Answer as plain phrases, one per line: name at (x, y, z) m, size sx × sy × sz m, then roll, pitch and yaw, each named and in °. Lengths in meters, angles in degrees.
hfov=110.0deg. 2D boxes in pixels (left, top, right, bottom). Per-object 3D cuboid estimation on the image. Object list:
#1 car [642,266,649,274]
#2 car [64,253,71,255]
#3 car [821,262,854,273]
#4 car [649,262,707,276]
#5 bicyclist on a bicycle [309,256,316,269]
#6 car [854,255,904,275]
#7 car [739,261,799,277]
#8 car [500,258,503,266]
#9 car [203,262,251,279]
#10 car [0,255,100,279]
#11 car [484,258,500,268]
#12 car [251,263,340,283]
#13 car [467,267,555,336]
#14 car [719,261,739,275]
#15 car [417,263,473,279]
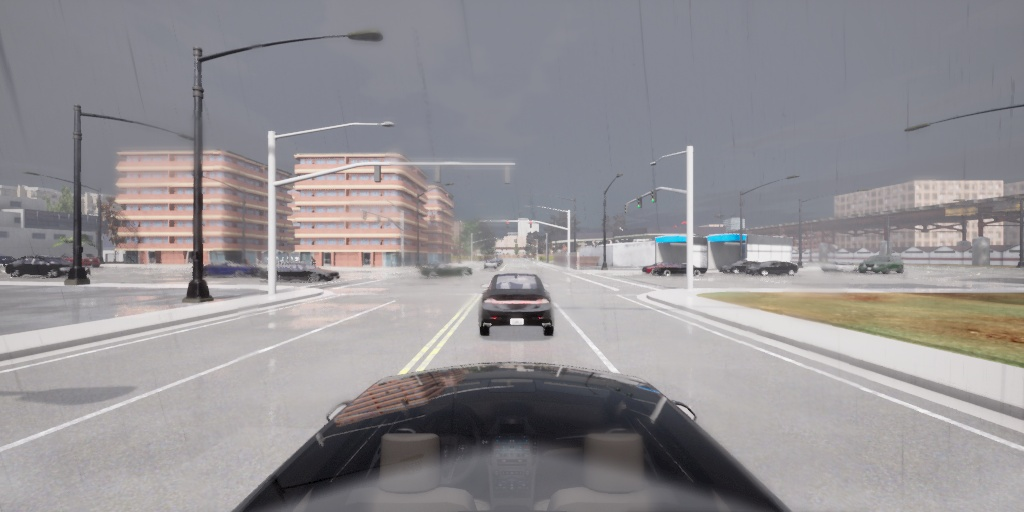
car at (16.456, 1.314, 39.209) m, size 4.181 × 1.385 × 1.994 m, roll 0°, pitch 0°, yaw 1°
car at (-50.395, 0.628, 37.891) m, size 4.892 × 1.490 × 1.837 m, roll 1°, pitch 0°, yaw 2°
car at (39.004, 1.351, 42.636) m, size 4.718 × 1.301 × 1.895 m, roll 0°, pitch 0°, yaw -25°
car at (16.619, 1.351, 35.681) m, size 4.718 × 1.301 × 1.895 m, roll 0°, pitch 0°, yaw 0°
bicyclist on a bicycle at (-25.949, 0.844, 46.637) m, size 0.582 × 1.620 × 1.656 m, roll 1°, pitch 0°, yaw 1°
car at (40.816, 0.962, 39.582) m, size 5.566 × 2.045 × 2.150 m, roll -1°, pitch 1°, yaw -25°
car at (25.893, 1.252, 35.838) m, size 4.892 × 1.490 × 1.837 m, roll -1°, pitch 0°, yaw -5°
car at (-3.271, 1.240, 65.198) m, size 2.128 × 1.511 × 4.902 m, roll 0°, pitch 0°, yaw 1°
car at (-23.630, 1.181, 30.088) m, size 4.718 × 1.301 × 1.895 m, roll 1°, pitch 0°, yaw 1°
car at (-34.627, 0.897, 26.859) m, size 4.902 × 1.511 × 2.128 m, roll 1°, pitch 0°, yaw 2°
car at (-3.347, 1.351, 55.931) m, size 1.895 × 1.301 × 4.718 m, roll 0°, pitch 0°, yaw 0°
car at (-15.651, 1.224, 26.390) m, size 5.357 × 1.411 × 2.033 m, roll 1°, pitch 0°, yaw 1°
car at (0.117, 1.242, 10.365) m, size 2.128 × 1.511 × 4.902 m, roll 0°, pitch 0°, yaw 0°
car at (25.269, 1.254, 39.293) m, size 4.892 × 1.490 × 1.837 m, roll 0°, pitch 0°, yaw -5°
car at (-5.881, 1.312, 31.773) m, size 4.718 × 1.301 × 1.895 m, roll 0°, pitch 0°, yaw -27°
